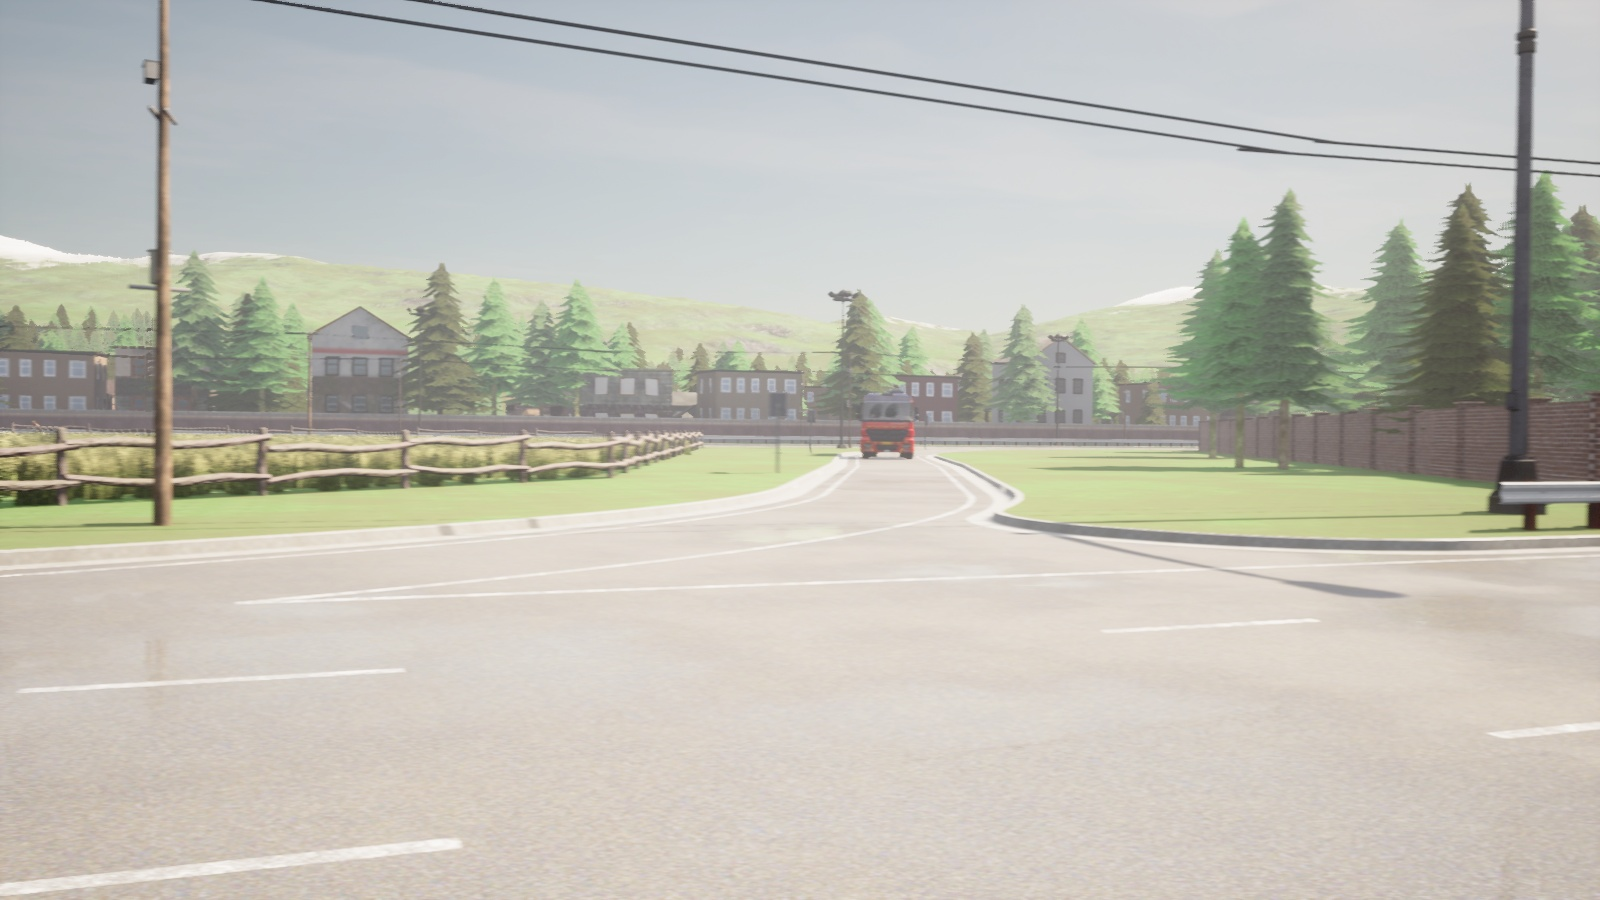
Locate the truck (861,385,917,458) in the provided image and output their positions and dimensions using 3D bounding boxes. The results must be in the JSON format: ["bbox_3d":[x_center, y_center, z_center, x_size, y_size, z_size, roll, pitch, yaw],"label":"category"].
[{"bbox_3d":[5.014,-1.555,70.603,2.891,3.827,8.468,-1,1,4],"label":"truck"}]
